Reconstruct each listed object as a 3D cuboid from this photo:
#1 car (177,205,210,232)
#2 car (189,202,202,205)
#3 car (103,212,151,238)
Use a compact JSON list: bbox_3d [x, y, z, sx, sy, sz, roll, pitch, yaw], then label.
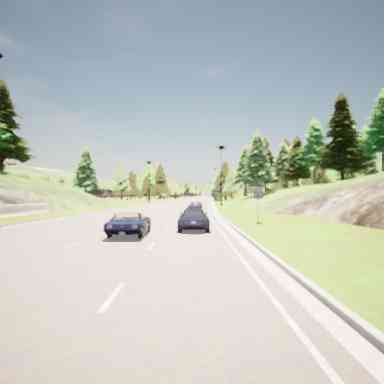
[{"bbox_3d":[0.105,1.735,21.204,1.994,1.385,4.181,0,0,0],"label":"car"},{"bbox_3d":[0.447,1.863,39.346,2.033,1.411,5.357,0,0,2],"label":"car"},{"bbox_3d":[-3.400,1.750,18.432,1.895,1.301,4.718,0,0,0],"label":"car"}]
